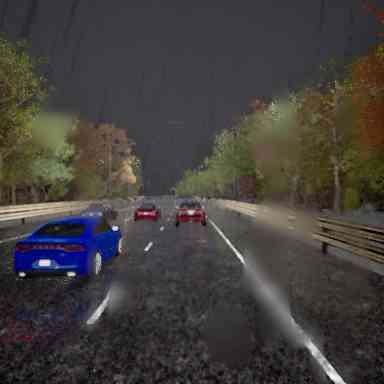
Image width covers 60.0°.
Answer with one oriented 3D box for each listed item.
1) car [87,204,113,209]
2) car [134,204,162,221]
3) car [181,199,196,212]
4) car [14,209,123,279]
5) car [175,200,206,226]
[{"bbox_3d":[-7.133,1.651,25.983,2.033,1.411,5.357,0,0,-1],"label":"car"},{"bbox_3d":[-3.684,1.676,28.263,1.994,1.385,4.181,0,0,-1],"label":"car"},{"bbox_3d":[-0.501,1.695,42.317,1.812,1.442,4.674,0,0,-1],"label":"car"},{"bbox_3d":[-3.447,1.515,10.225,1.882,1.535,5.008,0,0,0],"label":"car"},{"bbox_3d":[-0.119,1.448,24.562,2.097,1.767,4.553,0,0,-1],"label":"car"}]
